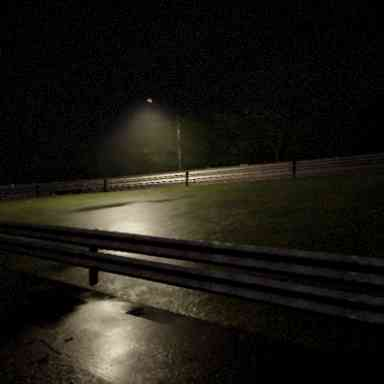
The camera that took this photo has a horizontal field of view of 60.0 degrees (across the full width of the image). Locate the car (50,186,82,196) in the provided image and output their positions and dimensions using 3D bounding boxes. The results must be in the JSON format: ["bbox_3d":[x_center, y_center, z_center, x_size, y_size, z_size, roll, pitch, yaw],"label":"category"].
[{"bbox_3d":[-17.732,-0.032,46.744,4.892,1.490,1.837,-4,-2,22],"label":"car"}]
